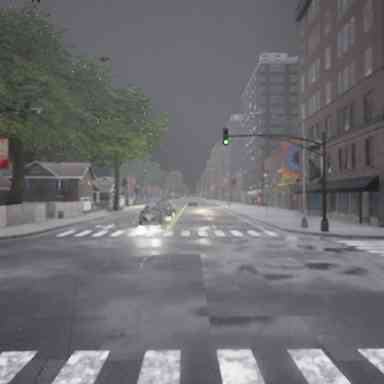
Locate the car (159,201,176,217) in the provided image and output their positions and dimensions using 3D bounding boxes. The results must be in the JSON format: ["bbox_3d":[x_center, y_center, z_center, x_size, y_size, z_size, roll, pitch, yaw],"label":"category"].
[{"bbox_3d":[-3.309,1.840,38.062,2.097,1.767,4.553,0,-1,0],"label":"car"}]

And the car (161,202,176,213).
[{"bbox_3d":[-3.294,2.145,48.017,1.812,1.442,4.674,0,-1,0],"label":"car"}]

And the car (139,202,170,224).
[{"bbox_3d":[-3.321,1.853,28.327,2.128,1.511,4.902,0,-1,0],"label":"car"}]

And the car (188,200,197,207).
[{"bbox_3d":[0.154,2.388,68.454,2.128,1.511,4.902,0,-1,0],"label":"car"}]
